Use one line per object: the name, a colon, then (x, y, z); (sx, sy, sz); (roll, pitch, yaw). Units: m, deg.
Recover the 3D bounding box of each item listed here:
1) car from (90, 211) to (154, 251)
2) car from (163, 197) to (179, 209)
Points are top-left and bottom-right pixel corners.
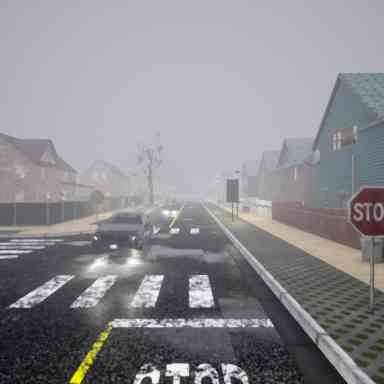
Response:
car: (-2.772, 1.553, 14.437); (2.033, 1.411, 5.357); (0, 0, 0)
car: (-2.805, 1.403, 45.242); (2.128, 1.511, 4.902); (0, 0, 0)
